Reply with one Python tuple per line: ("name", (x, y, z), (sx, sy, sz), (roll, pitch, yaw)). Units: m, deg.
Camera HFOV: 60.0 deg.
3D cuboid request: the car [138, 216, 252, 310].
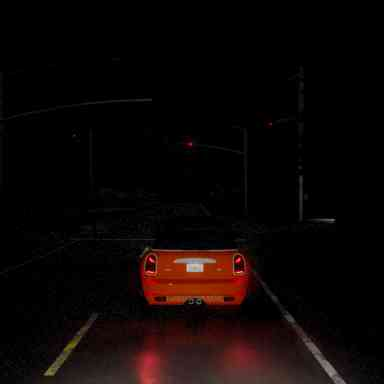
("car", (0.058, 1.352, 7.974), (2.097, 1.767, 4.553), (0, 0, 0))
